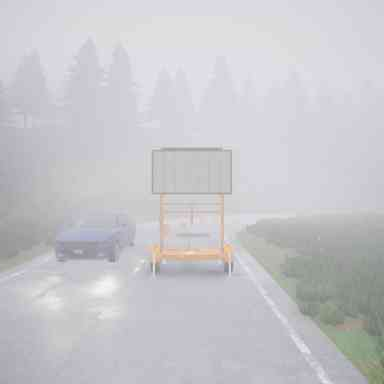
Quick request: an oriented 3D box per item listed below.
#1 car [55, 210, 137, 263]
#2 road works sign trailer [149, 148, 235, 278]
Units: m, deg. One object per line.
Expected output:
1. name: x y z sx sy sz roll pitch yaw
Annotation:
1. car: -3.299 1.477 12.232 1.882 1.535 5.008 0 0 1
2. road works sign trailer: -0.005 0.464 10.087 2.380 3.560 2.880 0 0 0
